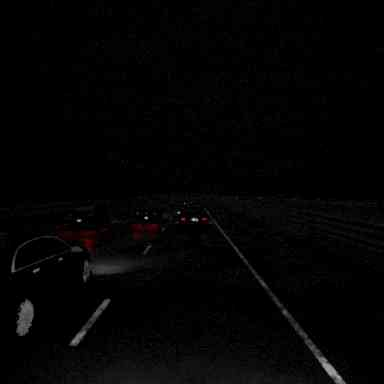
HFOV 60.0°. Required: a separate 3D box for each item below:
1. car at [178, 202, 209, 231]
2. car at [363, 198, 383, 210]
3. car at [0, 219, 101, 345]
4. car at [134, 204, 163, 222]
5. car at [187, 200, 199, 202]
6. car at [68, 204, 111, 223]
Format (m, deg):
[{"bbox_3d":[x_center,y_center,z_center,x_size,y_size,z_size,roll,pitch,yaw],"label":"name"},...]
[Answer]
[{"bbox_3d":[0.095,1.578,20.840,2.033,1.411,5.357,0,0,0],"label":"car"},{"bbox_3d":[25.419,1.619,44.638,2.097,1.767,4.553,0,0,-22],"label":"car"},{"bbox_3d":[-3.405,1.512,6.367,1.837,1.490,4.892,0,0,0],"label":"car"},{"bbox_3d":[-3.400,1.638,27.062,1.895,1.301,4.718,1,0,0],"label":"car"},{"bbox_3d":[0.091,1.626,39.283,2.033,1.411,5.357,0,0,0],"label":"car"},{"bbox_3d":[-6.900,1.553,22.627,1.812,1.442,4.674,0,0,0],"label":"car"}]
